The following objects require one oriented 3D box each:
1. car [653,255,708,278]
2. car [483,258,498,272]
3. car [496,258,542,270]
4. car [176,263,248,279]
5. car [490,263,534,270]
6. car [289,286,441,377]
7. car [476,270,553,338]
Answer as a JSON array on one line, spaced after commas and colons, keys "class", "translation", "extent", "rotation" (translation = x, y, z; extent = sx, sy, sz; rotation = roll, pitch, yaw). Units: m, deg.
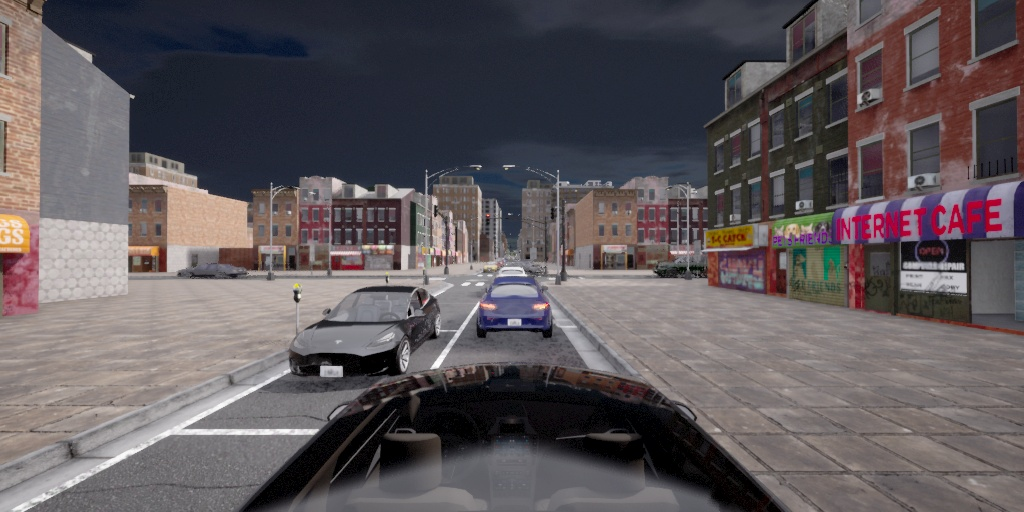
[{"class": "car", "translation": [16.026, 0.970, 33.030], "extent": [5.566, 2.045, 2.150], "rotation": [0, -1, -1]}, {"class": "car", "translation": [-2.688, 1.323, 45.018], "extent": [1.751, 1.417, 4.829], "rotation": [0, 0, 0]}, {"class": "car", "translation": [0.921, 1.279, 36.475], "extent": [2.128, 1.511, 4.902], "rotation": [-1, 1, -39]}, {"class": "car", "translation": [-27.533, 1.385, 33.033], "extent": [5.357, 1.411, 2.033], "rotation": [0, 0, 0]}, {"class": "car", "translation": [-0.003, 1.285, 19.234], "extent": [1.812, 1.442, 4.674], "rotation": [0, 0, 0]}, {"class": "car", "translation": [-2.644, 1.317, 7.420], "extent": [1.948, 1.339, 4.313], "rotation": [0, 0, 0]}, {"class": "car", "translation": [0.069, 1.278, 10.100], "extent": [1.812, 1.442, 4.674], "rotation": [0, 0, 0]}]
